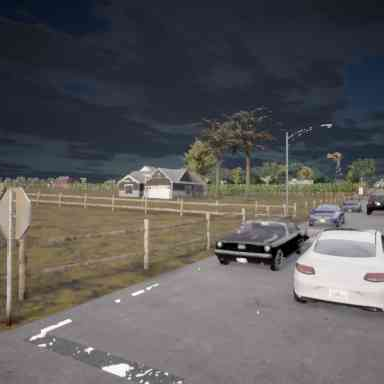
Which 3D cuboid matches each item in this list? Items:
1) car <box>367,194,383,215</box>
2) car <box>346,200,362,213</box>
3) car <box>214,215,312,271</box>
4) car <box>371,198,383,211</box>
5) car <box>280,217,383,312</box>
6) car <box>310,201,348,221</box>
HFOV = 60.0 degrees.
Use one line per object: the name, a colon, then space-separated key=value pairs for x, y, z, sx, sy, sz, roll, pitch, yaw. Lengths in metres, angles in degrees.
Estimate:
car: x=19.200 y=1.265 z=33.991 sx=2.150 sy=2.045 sz=5.566 roll=0 pitch=0 yaw=32
car: x=18.342 y=1.607 z=38.074 sx=2.033 sy=1.411 sz=5.357 roll=0 pitch=0 yaw=31
car: x=2.520 y=1.625 z=11.307 sx=1.895 sy=1.301 sz=4.718 roll=0 pitch=0 yaw=30
car: x=24.384 y=1.594 z=42.903 sx=2.033 sy=1.411 sz=5.357 roll=0 pitch=0 yaw=30
car: x=3.598 y=1.534 z=7.522 sx=1.812 sy=1.442 sz=4.674 roll=0 pitch=0 yaw=30
car: x=9.427 y=1.567 z=23.058 sx=1.812 sy=1.442 sz=4.674 roll=0 pitch=0 yaw=30
